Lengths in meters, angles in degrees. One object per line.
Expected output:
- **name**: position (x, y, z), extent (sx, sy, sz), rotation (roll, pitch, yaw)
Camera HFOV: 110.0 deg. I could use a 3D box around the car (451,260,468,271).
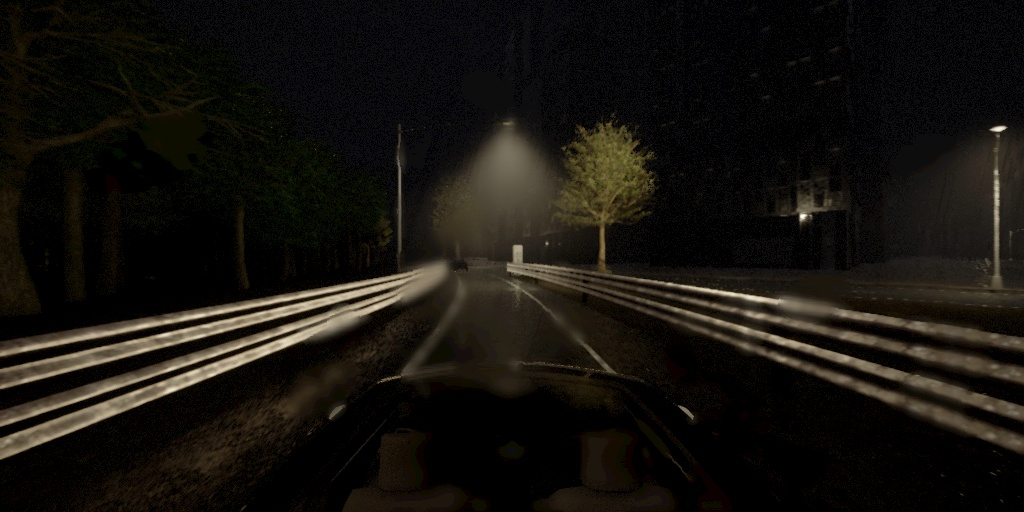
- **car**: position (-7.448, 1.271, 50.761), extent (1.837, 1.490, 4.892), rotation (0, 0, -18)
